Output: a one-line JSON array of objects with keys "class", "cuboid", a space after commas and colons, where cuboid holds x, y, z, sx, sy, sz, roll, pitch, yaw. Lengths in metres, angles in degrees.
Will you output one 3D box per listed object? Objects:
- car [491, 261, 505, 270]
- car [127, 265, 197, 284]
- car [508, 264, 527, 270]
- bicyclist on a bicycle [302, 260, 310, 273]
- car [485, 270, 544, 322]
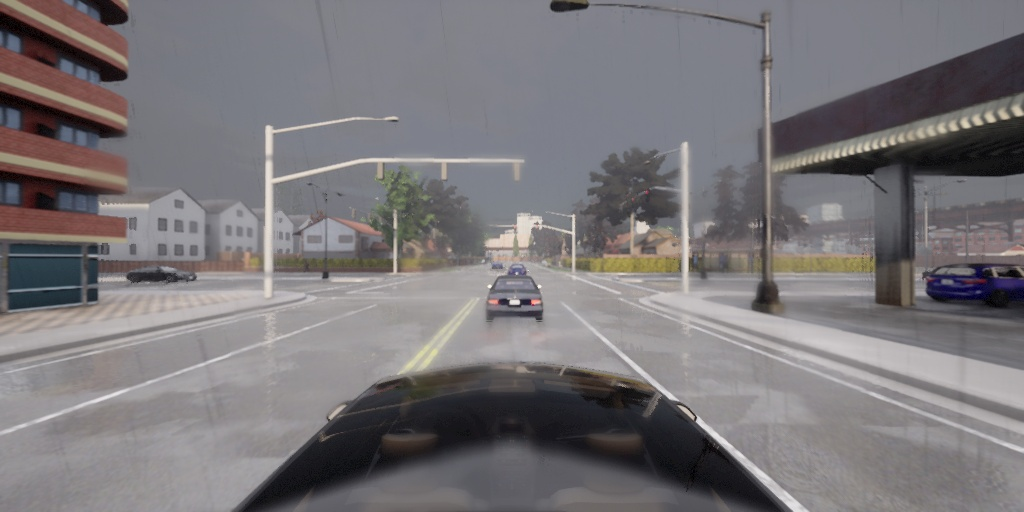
[{"class": "car", "cuboid": [-2.651, 1.677, 65.301, 1.882, 1.535, 5.008, 0, 0, 1]}, {"class": "car", "cuboid": [-28.002, 1.466, 28.723, 4.674, 1.442, 1.812, 0, 0, 1]}, {"class": "car", "cuboid": [0.574, 1.523, 36.710, 1.812, 1.442, 4.674, 0, 0, 2]}, {"class": "bicyclist on a bicycle", "cuboid": [-26.495, 1.365, 46.185, 0.582, 1.620, 1.656, 0, 0, 1]}, {"class": "car", "cuboid": [0.088, 1.375, 12.656, 2.033, 1.411, 5.357, 0, 0, 0]}]
